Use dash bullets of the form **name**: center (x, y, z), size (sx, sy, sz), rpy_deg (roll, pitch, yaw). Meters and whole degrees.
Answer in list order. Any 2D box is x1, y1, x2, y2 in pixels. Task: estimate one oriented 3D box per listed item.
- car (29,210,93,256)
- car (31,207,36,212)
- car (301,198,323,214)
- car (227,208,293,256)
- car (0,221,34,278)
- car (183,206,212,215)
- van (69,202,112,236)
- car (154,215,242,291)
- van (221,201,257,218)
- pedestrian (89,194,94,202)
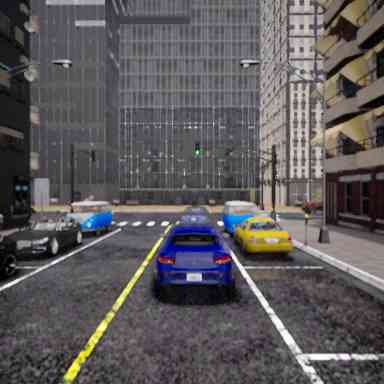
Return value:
- **car**: center (-5.719, 1.625, 13.239), size (2.008, 1.369, 4.403), rpy_deg (-1, 0, 0)
- **car**: center (-17.628, 1.689, 32.527), size (4.181, 1.385, 1.994), rpy_deg (0, 0, 0)
- **car**: center (15.184, 1.558, 38.173), size (5.009, 1.841, 2.192), rpy_deg (0, 0, 0)
- **car**: center (2.661, 1.600, 13.392), size (1.752, 1.417, 4.829), rpy_deg (-1, 0, 0)
- **car**: center (-5.711, 1.609, 7.637), size (1.947, 1.339, 4.313), rpy_deg (-1, 0, 0)
- **car**: center (0.292, 1.673, 22.277), size (2.033, 1.411, 5.357), rpy_deg (0, 0, 4)
- **van**: center (-5.730, 1.446, 18.842), size (1.690, 1.788, 3.998), rpy_deg (-1, 0, 0)
- **car**: center (0.065, 1.576, 9.031), size (1.812, 1.442, 4.674), rpy_deg (0, 0, 0)
- **van**: center (2.650, 1.446, 18.825), size (1.690, 1.788, 3.998), rpy_deg (-1, 0, 0)
- **pedestrian**: center (-12.452, 1.123, 41.236), size (0.375, 1.860, 0.375), rpy_deg (0, 0, 0)
